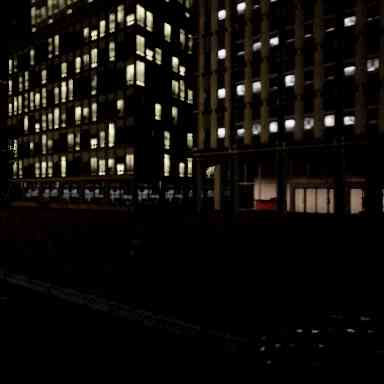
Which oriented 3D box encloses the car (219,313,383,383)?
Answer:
[{"bbox_3d":[2.364,1.316,1.180,5.009,1.841,2.192,0,0,36],"label":"car"}]
